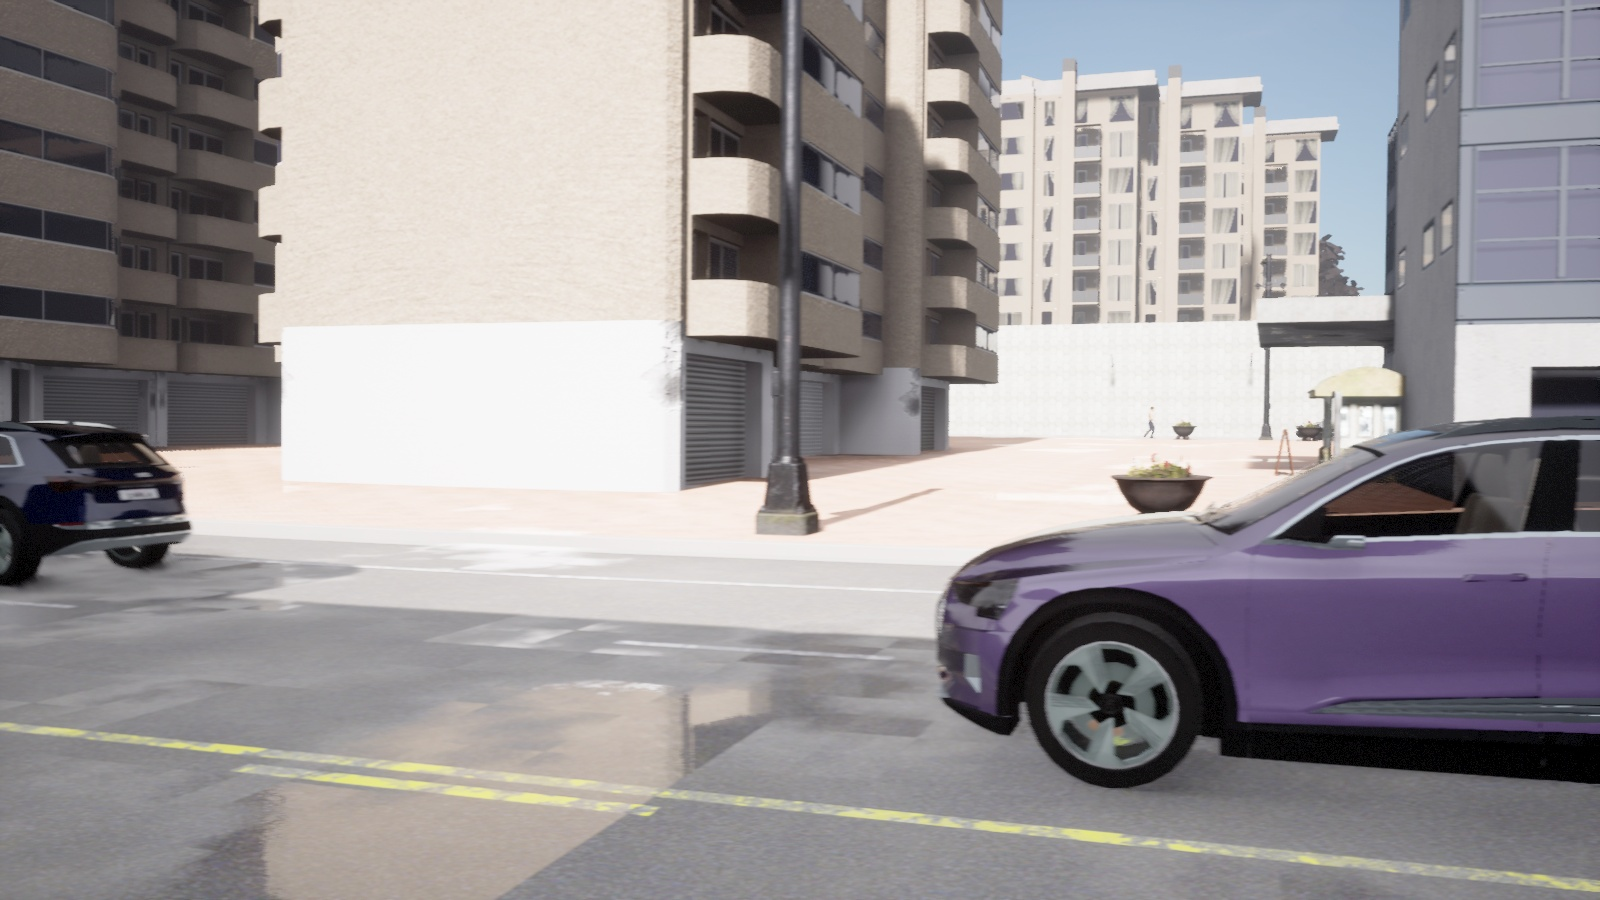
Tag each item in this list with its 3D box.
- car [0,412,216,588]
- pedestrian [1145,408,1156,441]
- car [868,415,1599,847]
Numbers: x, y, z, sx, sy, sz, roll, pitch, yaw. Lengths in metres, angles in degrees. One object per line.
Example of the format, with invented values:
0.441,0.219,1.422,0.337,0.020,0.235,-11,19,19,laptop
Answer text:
-9.062,0.410,13.626,4.856,1.649,2.033,1,1,19,car
19.633,-1.406,70.336,0.594,1.836,0.345,1,1,17,pedestrian
2.936,0.673,5.897,4.856,1.649,2.033,0,1,19,car
